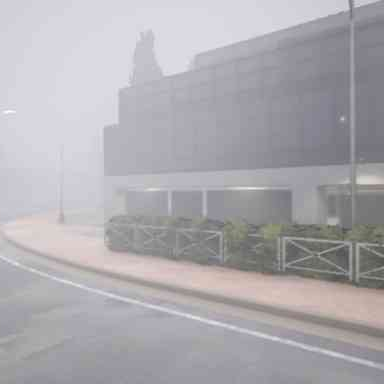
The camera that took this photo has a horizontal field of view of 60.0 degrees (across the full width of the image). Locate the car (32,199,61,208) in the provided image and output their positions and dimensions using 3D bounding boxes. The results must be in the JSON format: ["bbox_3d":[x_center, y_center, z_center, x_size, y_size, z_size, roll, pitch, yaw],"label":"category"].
[{"bbox_3d":[-23.311,1.769,53.872,2.033,1.411,5.357,0,0,15],"label":"car"}]
